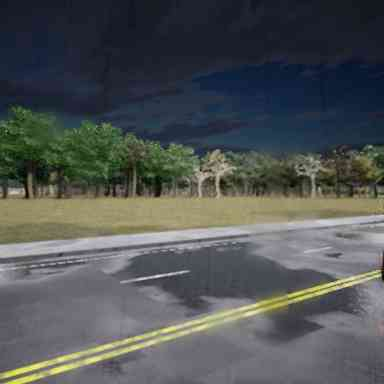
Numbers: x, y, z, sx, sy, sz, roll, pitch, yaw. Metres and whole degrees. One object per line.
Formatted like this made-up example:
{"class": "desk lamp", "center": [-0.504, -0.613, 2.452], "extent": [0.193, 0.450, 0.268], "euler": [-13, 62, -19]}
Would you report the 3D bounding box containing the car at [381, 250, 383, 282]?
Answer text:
{"class": "car", "center": [6.679, 1.374, 8.203], "extent": [4.553, 1.767, 2.097], "euler": [0, 0, -35]}
